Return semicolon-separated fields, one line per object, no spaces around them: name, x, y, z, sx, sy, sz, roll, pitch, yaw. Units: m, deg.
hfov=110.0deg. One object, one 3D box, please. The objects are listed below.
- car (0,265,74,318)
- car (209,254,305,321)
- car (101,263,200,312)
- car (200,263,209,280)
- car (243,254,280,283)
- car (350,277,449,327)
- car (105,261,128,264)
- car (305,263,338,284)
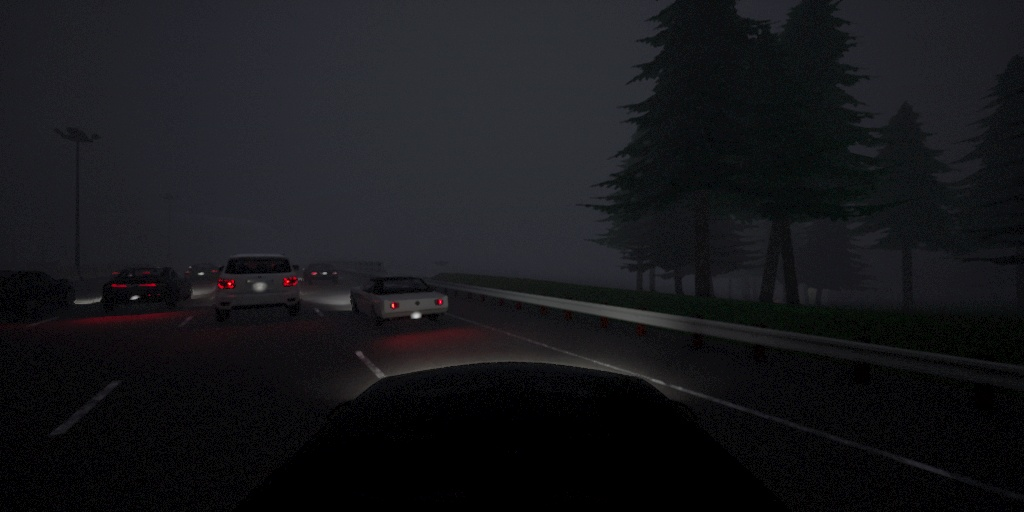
car;-17.050;1.223;12.170;1.837;1.490;4.892;0;0;-35
car;-8.935;0.936;12.750;2.150;2.045;5.566;0;1;-34
car;-14.129;1.200;14.098;2.128;1.511;4.902;0;0;-35
car;-22.974;1.226;26.820;1.994;1.385;4.181;0;0;-35
car;-19.284;0.874;27.643;2.150;2.045;5.566;0;0;-35
car;-3.834;1.314;11.517;1.895;1.301;4.718;0;0;-34
car;-25.916;1.235;24.920;1.994;1.385;4.181;0;0;-35
car;-14.033;1.207;26.205;2.033;1.411;5.357;0;0;-35
